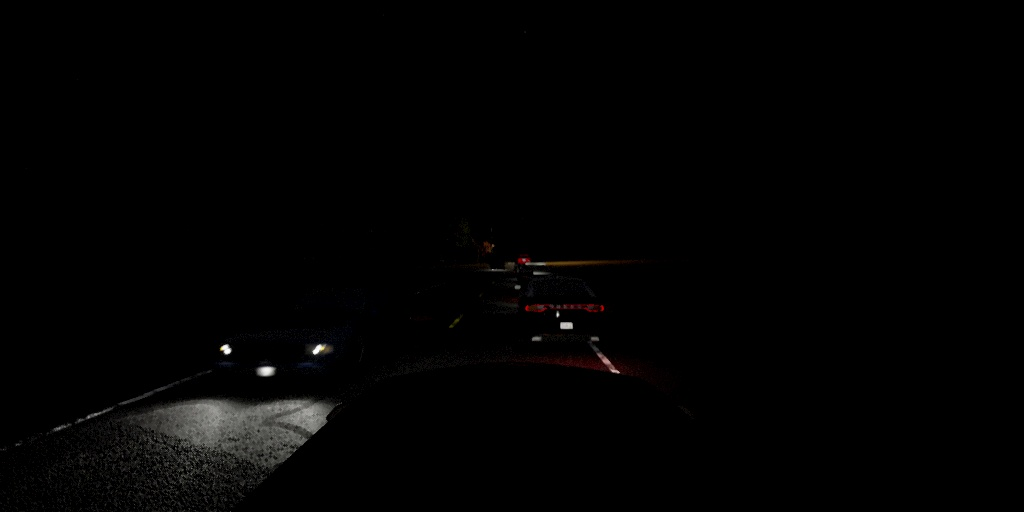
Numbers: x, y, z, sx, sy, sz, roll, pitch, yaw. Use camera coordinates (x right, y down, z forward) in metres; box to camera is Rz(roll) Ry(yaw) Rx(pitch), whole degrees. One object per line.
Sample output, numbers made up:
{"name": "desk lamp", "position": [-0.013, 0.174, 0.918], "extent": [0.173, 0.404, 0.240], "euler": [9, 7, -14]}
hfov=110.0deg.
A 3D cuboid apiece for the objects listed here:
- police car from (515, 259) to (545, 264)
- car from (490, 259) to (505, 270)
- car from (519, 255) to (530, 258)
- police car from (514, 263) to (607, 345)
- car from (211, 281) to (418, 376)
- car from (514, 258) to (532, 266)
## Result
{"name": "police car", "position": [1.272, 1.143, 19.588], "extent": [1.930, 1.638, 5.238], "euler": [0, 0, 1]}
{"name": "car", "position": [-2.014, 1.200, 51.335], "extent": [2.033, 1.411, 5.357], "euler": [0, 0, 4]}
{"name": "car", "position": [2.099, 0.851, 59.934], "extent": [2.150, 2.045, 5.566], "euler": [0, 0, 4]}
{"name": "police car", "position": [1.099, 1.161, 9.623], "extent": [1.930, 1.638, 5.238], "euler": [0, 0, 1]}
{"name": "car", "position": [-3.555, 1.287, 7.871], "extent": [2.033, 1.411, 5.357], "euler": [0, 0, 1]}
{"name": "car", "position": [1.308, 1.263, 46.809], "extent": [1.895, 1.301, 4.718], "euler": [0, 0, 4]}
